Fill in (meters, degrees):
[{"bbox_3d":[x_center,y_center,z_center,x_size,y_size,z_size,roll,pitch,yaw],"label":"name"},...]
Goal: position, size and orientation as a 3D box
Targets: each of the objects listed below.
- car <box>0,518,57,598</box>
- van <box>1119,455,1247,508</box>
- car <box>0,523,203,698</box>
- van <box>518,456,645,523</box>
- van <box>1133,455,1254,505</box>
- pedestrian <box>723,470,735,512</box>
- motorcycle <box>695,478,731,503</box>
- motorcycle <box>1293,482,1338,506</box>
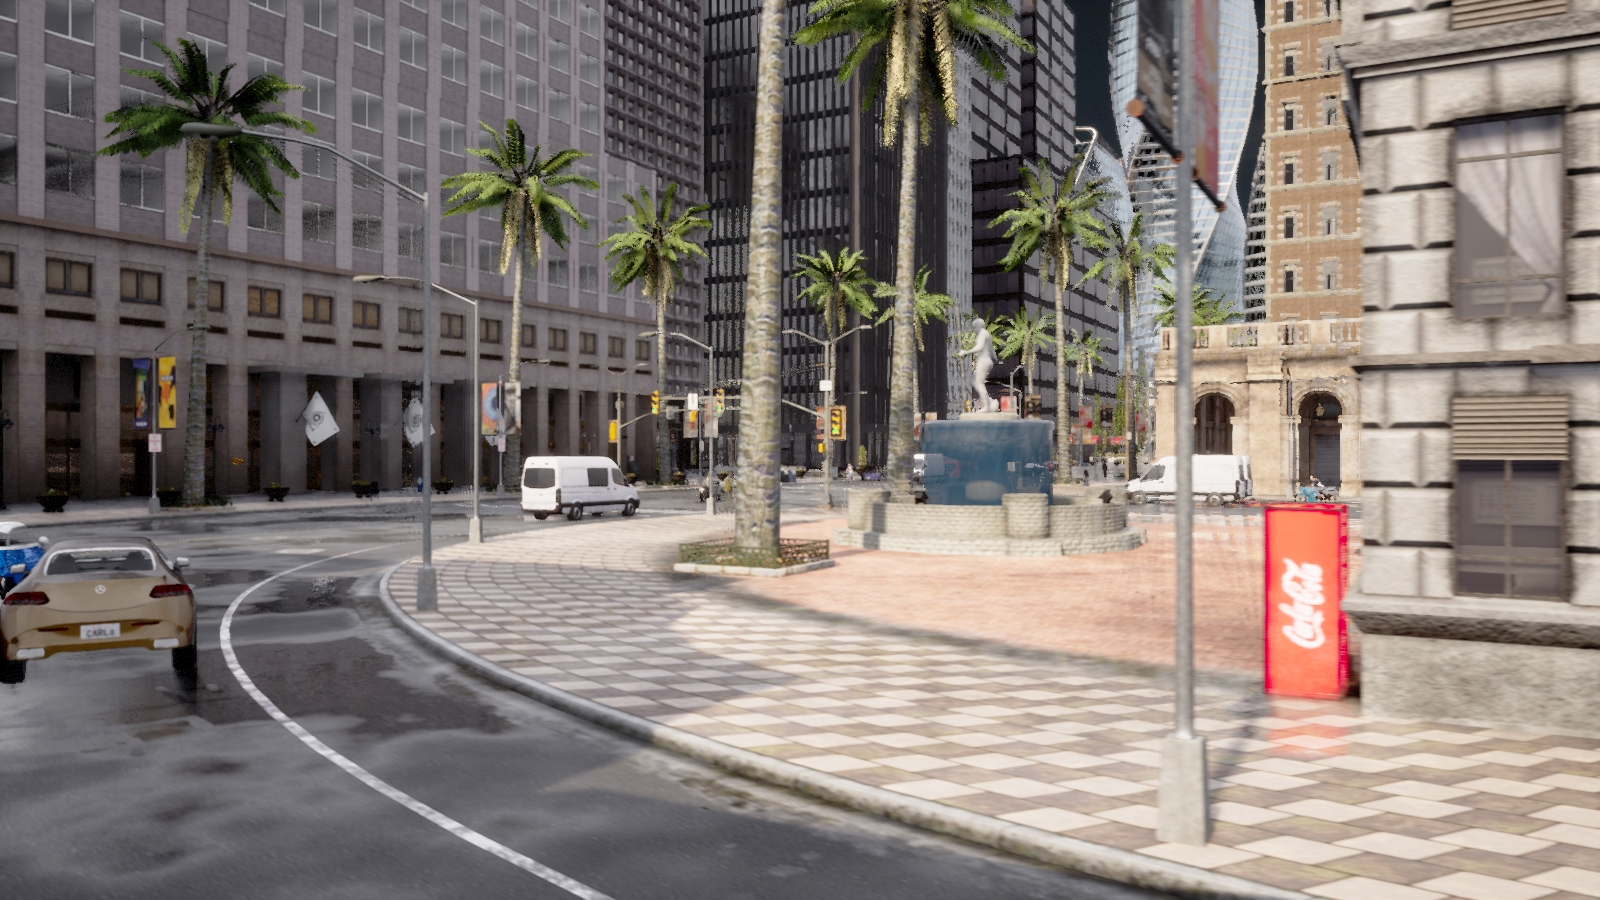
[{"bbox_3d":[-15.970,2.123,22.670,1.481,1.376,2.207,0,0,-16],"label":"car"},{"bbox_3d":[19.455,1.551,58.131,5.915,2.561,1.988,0,0,29],"label":"van"},{"bbox_3d":[-9.540,1.994,15.638,2.152,1.651,5.027,0,0,-31],"label":"car"},{"bbox_3d":[-8.920,1.544,47.253,1.988,2.561,5.915,0,0,27],"label":"van"},{"bbox_3d":[21.064,1.552,61.246,5.915,2.561,1.988,0,0,30],"label":"van"},{"bbox_3d":[-3.224,1.860,51.899,0.375,1.860,0.375,0,0,29],"label":"pedestrian"},{"bbox_3d":[-4.733,2.183,62.103,0.764,1.277,2.356,0,0,29],"label":"motorcycle"},{"bbox_3d":[26.286,2.231,58.295,2.033,1.145,0.803,0,0,29],"label":"motorcycle"}]
